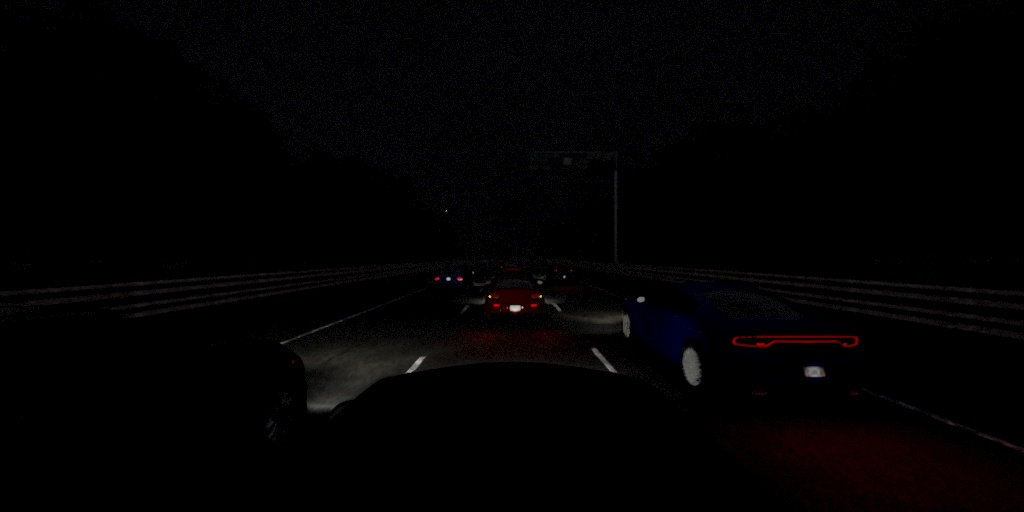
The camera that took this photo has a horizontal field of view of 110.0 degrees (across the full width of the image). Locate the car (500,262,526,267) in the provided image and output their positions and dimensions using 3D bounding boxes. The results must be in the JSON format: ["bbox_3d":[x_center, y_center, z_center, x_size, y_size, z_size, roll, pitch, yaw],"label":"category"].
[{"bbox_3d":[0.091,1.218,28.555,1.882,1.535,5.008,0,0,0],"label":"car"}]

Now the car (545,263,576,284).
[{"bbox_3d":[3.592,1.231,26.994,2.128,1.511,4.902,0,0,0],"label":"car"}]

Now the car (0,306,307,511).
[{"bbox_3d":[-3.402,1.101,2.272,2.097,1.767,4.553,0,0,0],"label":"car"}]

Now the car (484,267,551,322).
[{"bbox_3d":[0.081,1.268,12.184,1.812,1.442,4.674,0,0,0],"label":"car"}]

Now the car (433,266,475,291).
[{"bbox_3d":[-3.408,1.286,21.729,2.033,1.411,5.357,0,0,0],"label":"car"}]

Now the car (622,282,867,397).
[{"bbox_3d":[3.598,1.224,6.740,1.882,1.535,5.008,0,0,0],"label":"car"}]
